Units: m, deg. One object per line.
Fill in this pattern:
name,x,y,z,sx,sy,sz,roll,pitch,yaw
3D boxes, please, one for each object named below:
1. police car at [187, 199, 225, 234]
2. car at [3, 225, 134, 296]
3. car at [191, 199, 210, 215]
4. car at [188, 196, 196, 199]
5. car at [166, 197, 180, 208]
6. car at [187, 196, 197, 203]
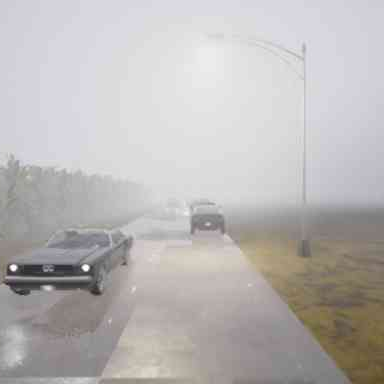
police car,0.827,1.429,19.496,1.930,1.638,5.238,0,0,0
car,-2.847,1.598,8.794,1.895,1.301,4.718,0,0,0
car,0.829,1.547,35.388,1.837,1.490,4.892,0,0,0
car,0.827,1.375,29.358,2.097,1.767,4.553,0,0,0
car,-2.821,1.604,49.592,1.837,1.490,4.892,0,0,0
car,0.008,1.613,74.456,1.994,1.385,4.181,0,0,0
